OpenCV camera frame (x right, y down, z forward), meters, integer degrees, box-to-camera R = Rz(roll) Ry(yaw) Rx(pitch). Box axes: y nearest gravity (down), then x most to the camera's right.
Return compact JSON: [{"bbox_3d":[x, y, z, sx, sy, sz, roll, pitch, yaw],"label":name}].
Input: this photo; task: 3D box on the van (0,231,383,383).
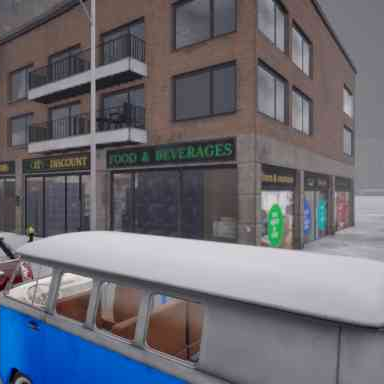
[{"bbox_3d":[-0.190,1.341,2.980,3.998,1.788,1.690,0,0,35],"label":"van"}]
